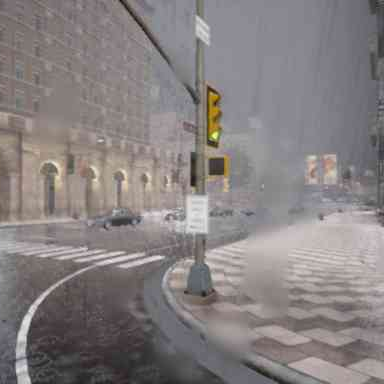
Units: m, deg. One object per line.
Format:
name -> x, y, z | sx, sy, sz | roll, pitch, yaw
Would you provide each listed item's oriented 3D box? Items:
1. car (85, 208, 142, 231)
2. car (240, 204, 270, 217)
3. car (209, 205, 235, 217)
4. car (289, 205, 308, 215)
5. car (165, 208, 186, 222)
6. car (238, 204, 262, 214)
car -> -5.856, 2.013, 25.205 | 2.128, 1.511, 4.902 | -1, -1, 31
car -> 8.517, 2.479, 43.148 | 2.033, 1.411, 5.357 | -1, -1, 29
car -> 3.903, 2.412, 42.487 | 1.837, 1.490, 4.892 | -1, -1, 29
car -> 15.518, 2.609, 48.570 | 2.033, 1.411, 5.357 | -1, -1, 29
car -> -1.001, 2.277, 33.798 | 1.994, 1.385, 4.181 | -1, -1, 30
car -> 9.006, 2.601, 51.558 | 2.128, 1.511, 4.902 | -1, -1, 29
